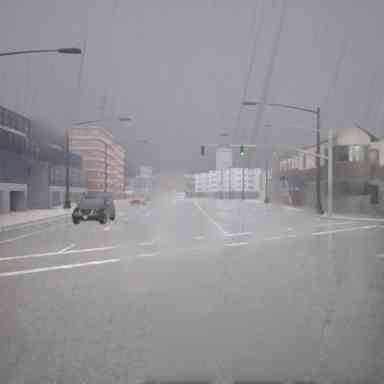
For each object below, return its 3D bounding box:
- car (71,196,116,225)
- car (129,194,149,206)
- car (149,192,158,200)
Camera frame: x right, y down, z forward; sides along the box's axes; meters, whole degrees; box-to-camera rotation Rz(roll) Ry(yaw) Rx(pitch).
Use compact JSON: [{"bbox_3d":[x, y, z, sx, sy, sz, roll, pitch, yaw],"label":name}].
[{"bbox_3d":[-7.186,1.323,24.920,2.150,2.045,5.566,0,0,-2],"label":"car"},{"bbox_3d":[-7.968,1.067,49.254,2.097,1.767,4.553,0,1,-2],"label":"car"},{"bbox_3d":[-8.802,0.961,75.037,2.097,1.767,4.553,0,-1,-2],"label":"car"}]
